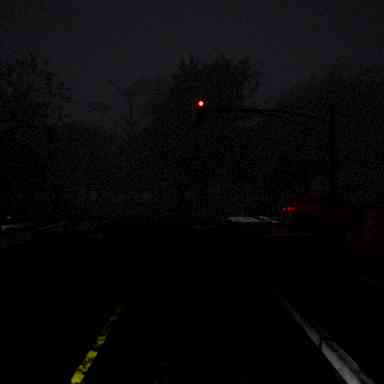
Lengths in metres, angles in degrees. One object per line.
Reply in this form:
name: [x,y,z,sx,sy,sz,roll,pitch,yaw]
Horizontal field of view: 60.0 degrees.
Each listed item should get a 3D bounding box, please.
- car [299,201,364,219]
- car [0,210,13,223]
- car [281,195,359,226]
car: [12.371,1.548,29.660,4.902,1.511,2.128,0,0,0]
car: [-14.896,1.473,22.866,4.674,1.442,1.812,0,0,0]
car: [9.024,1.258,22.950,5.566,2.045,2.150,0,0,0]
